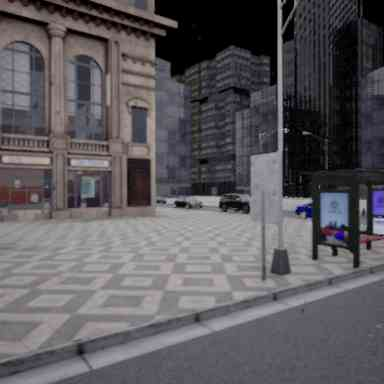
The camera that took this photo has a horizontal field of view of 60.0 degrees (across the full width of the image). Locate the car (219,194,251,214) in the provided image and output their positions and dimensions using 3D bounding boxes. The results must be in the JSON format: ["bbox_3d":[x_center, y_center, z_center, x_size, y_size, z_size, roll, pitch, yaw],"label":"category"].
[{"bbox_3d":[5.081,1.188,34.618,2.150,2.045,5.566,0,0,-34],"label":"car"}]

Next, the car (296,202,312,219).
[{"bbox_3d":[10.646,1.472,26.377,1.882,1.535,5.008,0,0,-35],"label":"car"}]

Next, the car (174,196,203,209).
[{"bbox_3d":[-0.486,1.290,42.885,2.097,1.767,4.553,0,0,-34],"label":"car"}]

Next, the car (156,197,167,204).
[{"bbox_3d":[-6.185,1.468,57.015,1.895,1.301,4.718,0,0,-34],"label":"car"}]
